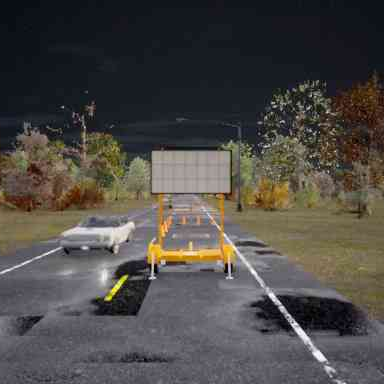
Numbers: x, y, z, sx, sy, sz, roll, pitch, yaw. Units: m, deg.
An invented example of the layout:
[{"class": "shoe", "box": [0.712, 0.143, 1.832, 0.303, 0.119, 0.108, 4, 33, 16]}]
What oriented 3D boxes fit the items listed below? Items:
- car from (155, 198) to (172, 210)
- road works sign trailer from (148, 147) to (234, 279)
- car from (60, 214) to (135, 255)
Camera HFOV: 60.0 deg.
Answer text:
[{"class": "car", "box": [-3.622, 1.533, 44.141, 1.812, 1.442, 4.674, 0, 0, 0]}, {"class": "road works sign trailer", "box": [-0.028, 0.465, 9.990, 2.380, 3.560, 2.880, 0, 0, 0]}, {"class": "car", "box": [-3.638, 1.602, 13.536, 1.895, 1.301, 4.718, 0, 0, 0]}]
